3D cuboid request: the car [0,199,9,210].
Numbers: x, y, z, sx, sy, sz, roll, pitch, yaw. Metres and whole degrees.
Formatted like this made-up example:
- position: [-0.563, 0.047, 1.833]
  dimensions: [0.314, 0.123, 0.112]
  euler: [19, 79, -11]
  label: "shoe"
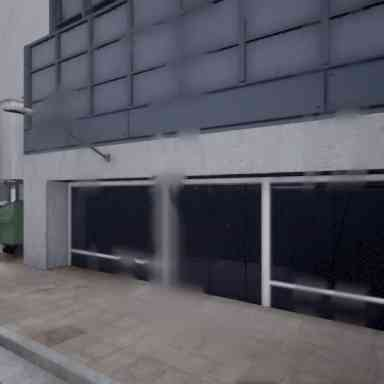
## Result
- position: [-15.041, 1.301, 27.756]
  dimensions: [1.882, 1.535, 5.008]
  euler: [0, 0, 36]
  label: "car"
